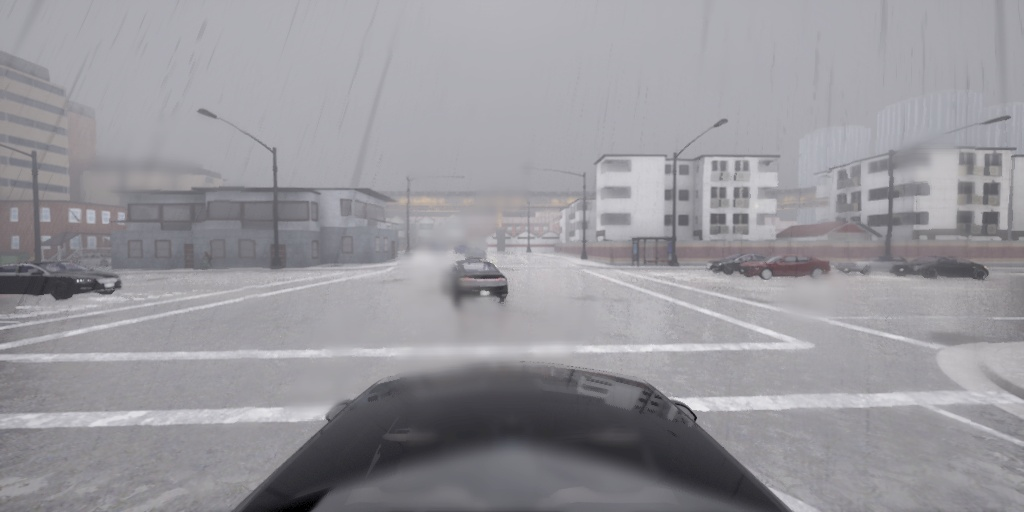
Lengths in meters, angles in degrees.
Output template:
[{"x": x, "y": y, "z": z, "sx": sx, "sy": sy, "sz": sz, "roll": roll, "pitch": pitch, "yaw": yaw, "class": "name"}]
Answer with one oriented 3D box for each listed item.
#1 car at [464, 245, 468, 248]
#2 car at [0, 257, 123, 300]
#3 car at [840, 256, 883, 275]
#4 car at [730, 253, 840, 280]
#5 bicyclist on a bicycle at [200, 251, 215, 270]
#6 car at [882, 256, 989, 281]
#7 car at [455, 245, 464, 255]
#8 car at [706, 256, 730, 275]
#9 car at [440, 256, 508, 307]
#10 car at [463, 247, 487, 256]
[{"x": -4.871, "y": -0.428, "z": 47.606, "sx": 1.994, "sy": 1.385, "sz": 4.181, "roll": 0, "pitch": 3, "yaw": -13, "class": "car"}, {"x": -19.169, "y": 0.984, "z": 14.827, "sx": 4.902, "sy": 1.511, "sz": 2.128, "roll": -1, "pitch": 2, "yaw": -1, "class": "car"}, {"x": 26.089, "y": 0.669, "z": 25.540, "sx": 4.718, "sy": 1.301, "sz": 1.895, "roll": 0, "pitch": 2, "yaw": 2, "class": "car"}, {"x": 16.860, "y": 0.639, "z": 22.305, "sx": 5.008, "sy": 1.535, "sz": 1.882, "roll": 0, "pitch": 2, "yaw": 1, "class": "car"}, {"x": -26.405, "y": 0.430, "z": 31.123, "sx": 0.582, "sy": 1.620, "sz": 1.656, "roll": -1, "pitch": 2, "yaw": -1, "class": "bicyclist on a bicycle"}, {"x": 26.107, "y": 0.733, "z": 22.003, "sx": 4.181, "sy": 1.385, "sz": 1.994, "roll": 0, "pitch": 2, "yaw": 4, "class": "car"}, {"x": -7.448, "y": -0.962, "z": 55.854, "sx": 1.882, "sy": 1.535, "sz": 5.008, "roll": -1, "pitch": 3, "yaw": -23, "class": "car"}, {"x": 16.618, "y": 0.553, "z": 25.806, "sx": 4.902, "sy": 1.511, "sz": 2.128, "roll": 0, "pitch": 2, "yaw": 1, "class": "car"}, {"x": -1.572, "y": 0.926, "z": 13.710, "sx": 2.128, "sy": 1.511, "sz": 4.902, "roll": 0, "pitch": 2, "yaw": -18, "class": "car"}, {"x": -3.661, "y": 0.021, "z": 38.460, "sx": 2.033, "sy": 1.411, "sz": 5.357, "roll": 0, "pitch": 3, "yaw": 0, "class": "car"}]
